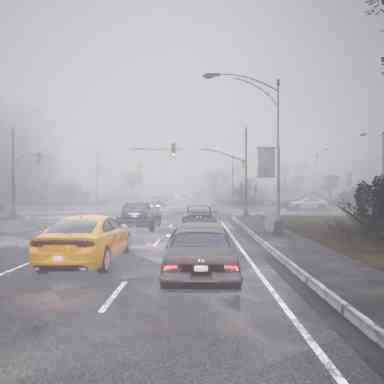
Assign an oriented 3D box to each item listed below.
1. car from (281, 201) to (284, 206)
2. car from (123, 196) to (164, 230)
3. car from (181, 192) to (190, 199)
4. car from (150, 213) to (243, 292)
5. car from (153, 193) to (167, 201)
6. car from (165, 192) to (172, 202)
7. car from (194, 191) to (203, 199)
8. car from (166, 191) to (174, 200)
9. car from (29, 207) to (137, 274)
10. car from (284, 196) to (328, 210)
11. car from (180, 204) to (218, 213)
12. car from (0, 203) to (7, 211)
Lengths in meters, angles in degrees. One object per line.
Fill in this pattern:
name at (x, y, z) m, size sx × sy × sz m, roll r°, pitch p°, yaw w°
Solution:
car at (14.291, 1.325, 44.046) m, size 5.008 × 1.535 × 1.882 m, roll 0°, pitch 0°, yaw -2°
car at (-3.092, 1.302, 20.120) m, size 2.097 × 1.767 × 4.553 m, roll 0°, pitch 0°, yaw 1°
car at (-1.771, 0.946, 87.208) m, size 1.837 × 1.490 × 4.892 m, roll 0°, pitch 1°, yaw 1°
car at (0.212, 1.537, 9.025) m, size 2.033 × 1.411 × 5.357 m, roll 0°, pitch 0°, yaw 1°
car at (-6.005, 1.287, 56.020) m, size 2.128 × 1.511 × 4.902 m, roll 0°, pitch 0°, yaw 1°
car at (-5.684, 1.240, 67.809) m, size 1.837 × 1.490 × 4.892 m, roll 0°, pitch 0°, yaw 2°
car at (1.731, 0.679, 87.171) m, size 2.150 × 2.045 × 5.566 m, roll 0°, pitch 1°, yaw 1°
car at (-5.439, 0.835, 78.628) m, size 2.150 × 2.045 × 5.566 m, roll 0°, pitch 1°, yaw 1°
car at (-3.252, 1.463, 10.607) m, size 1.882 × 1.535 × 5.008 m, roll 0°, pitch 0°, yaw 1°
car at (14.143, 1.388, 40.537) m, size 4.674 × 1.442 × 1.812 m, roll 0°, pitch 0°, yaw -2°
car at (0.404, 1.462, 19.025) m, size 1.837 × 1.490 × 4.892 m, roll 0°, pitch 1°, yaw 1°
car at (-22.376, 1.410, 35.530) m, size 4.674 × 1.442 × 1.812 m, roll 0°, pitch 0°, yaw -2°
